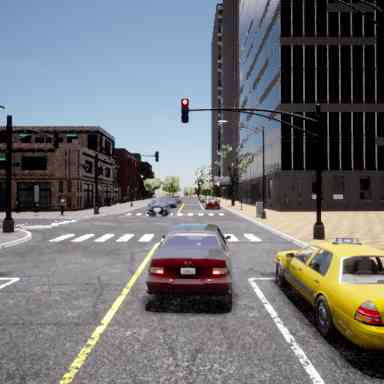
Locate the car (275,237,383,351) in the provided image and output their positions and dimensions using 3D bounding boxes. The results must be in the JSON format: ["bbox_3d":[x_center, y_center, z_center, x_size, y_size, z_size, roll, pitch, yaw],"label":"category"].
[{"bbox_3d":[2.837,1.527,6.377,1.752,1.417,4.829,1,0,0],"label":"car"}]

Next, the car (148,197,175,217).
[{"bbox_3d":[-3.105,1.503,31.948,2.128,1.511,4.902,0,0,0],"label":"car"}]

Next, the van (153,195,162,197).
[{"bbox_3d":[-5.687,1.362,55.237,1.690,1.788,3.998,1,0,0],"label":"van"}]

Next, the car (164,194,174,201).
[{"bbox_3d":[-5.692,1.348,82.909,2.192,1.841,5.009,1,0,0],"label":"car"}]

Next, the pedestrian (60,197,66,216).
[{"bbox_3d":[-12.551,1.369,32.147,0.375,1.860,0.375,0,0,1],"label":"pedestrian"}]

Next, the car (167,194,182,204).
[{"bbox_3d":[-3.067,1.375,63.159,2.097,1.767,4.553,0,0,0],"label":"car"}]

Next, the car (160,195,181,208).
[{"bbox_3d":[-3.109,1.565,48.408,2.033,1.411,5.357,0,0,0],"label":"car"}]

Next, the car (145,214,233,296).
[{"bbox_3d":[0.074,1.550,8.828,2.033,1.411,5.357,0,0,3],"label":"car"}]

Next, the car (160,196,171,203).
[{"bbox_3d":[-5.694,1.594,71.840,1.947,1.339,4.313,1,0,0],"label":"car"}]

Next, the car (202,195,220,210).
[{"bbox_3d":[2.694,1.456,44.155,1.967,1.590,4.097,1,0,0],"label":"car"}]

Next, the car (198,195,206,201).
[{"bbox_3d":[2.683,1.580,88.434,1.887,1.381,4.507,1,0,0],"label":"car"}]

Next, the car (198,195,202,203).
[{"bbox_3d":[2.687,1.553,72.000,1.752,1.417,4.829,1,0,0],"label":"car"}]

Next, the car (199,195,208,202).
[{"bbox_3d":[2.686,1.556,77.534,1.752,1.417,4.829,1,0,0],"label":"car"}]
